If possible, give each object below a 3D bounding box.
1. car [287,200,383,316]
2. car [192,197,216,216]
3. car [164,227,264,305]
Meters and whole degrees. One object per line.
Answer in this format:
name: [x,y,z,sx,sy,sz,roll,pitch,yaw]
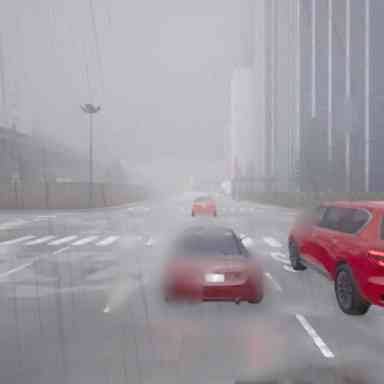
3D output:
car: [3.844,1.177,7.532,2.150,2.045,5.566,0,0,2]
car: [1.093,1.186,30.048,2.097,1.767,4.553,0,0,2]
car: [0.403,1.516,8.029,1.994,1.385,4.181,0,0,0]
